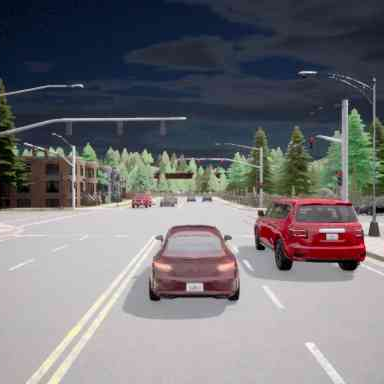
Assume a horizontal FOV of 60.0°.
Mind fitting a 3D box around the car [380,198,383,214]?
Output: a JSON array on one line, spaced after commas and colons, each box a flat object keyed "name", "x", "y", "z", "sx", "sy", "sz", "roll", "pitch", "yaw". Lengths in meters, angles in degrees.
[{"name": "car", "x": 18.255, "y": 1.352, "z": 32.480, "sx": 4.553, "sy": 1.767, "sz": 2.097, "roll": 0, "pitch": 0, "yaw": 0}]

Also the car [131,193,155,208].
[{"name": "car", "x": -7.178, "y": 1.221, "z": 47.927, "sx": 2.150, "sy": 2.045, "sz": 5.566, "roll": 0, "pitch": 0, "yaw": 2}]

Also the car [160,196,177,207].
[{"name": "car", "x": -3.711, "y": 1.352, "z": 51.203, "sx": 2.097, "sy": 1.767, "sz": 4.553, "roll": 0, "pitch": 0, "yaw": 0}]

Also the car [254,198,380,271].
[{"name": "car", "x": 3.551, "y": 1.221, "z": 11.086, "sx": 2.150, "sy": 2.045, "sz": 5.566, "roll": 0, "pitch": 0, "yaw": 0}]

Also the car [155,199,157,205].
[{"name": "car", "x": -7.215, "y": 1.525, "z": 57.326, "sx": 1.812, "sy": 1.442, "sz": 4.674, "roll": 0, "pitch": 0, "yaw": 0}]

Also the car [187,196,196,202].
[{"name": "car", "x": -0.165, "y": 1.553, "z": 74.595, "sx": 1.994, "sy": 1.385, "sz": 4.181, "roll": 0, "pitch": 0, "yaw": 0}]

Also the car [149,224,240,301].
[{"name": "car", "x": 0.045, "y": 1.526, "z": 8.205, "sx": 1.812, "sy": 1.442, "sz": 4.674, "roll": 0, "pitch": 0, "yaw": 0}]

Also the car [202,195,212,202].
[{"name": "car", "x": 3.342, "y": 1.355, "z": 74.368, "sx": 2.097, "sy": 1.767, "sz": 4.553, "roll": 0, "pitch": 0, "yaw": 0}]

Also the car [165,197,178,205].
[{"name": "car", "x": -3.707, "y": 1.564, "z": 60.788, "sx": 1.994, "sy": 1.385, "sz": 4.181, "roll": 0, "pitch": 0, "yaw": 0}]
